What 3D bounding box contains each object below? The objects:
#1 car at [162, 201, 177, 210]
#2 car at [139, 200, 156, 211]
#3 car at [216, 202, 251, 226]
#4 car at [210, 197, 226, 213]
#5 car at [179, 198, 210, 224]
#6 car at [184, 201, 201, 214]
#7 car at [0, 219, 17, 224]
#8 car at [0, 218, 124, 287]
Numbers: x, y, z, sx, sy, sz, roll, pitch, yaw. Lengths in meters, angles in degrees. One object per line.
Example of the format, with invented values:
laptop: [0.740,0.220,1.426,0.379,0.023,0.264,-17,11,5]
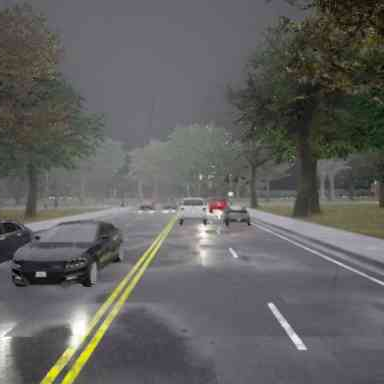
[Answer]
car: [-3.304,2.048,50.354,1.994,1.385,4.181,0,-1,1]
car: [-6.566,1.954,49.366,1.882,1.535,5.008,0,-1,1]
car: [3.315,1.760,25.786,2.128,1.511,4.902,0,0,0]
car: [3.318,1.646,43.323,2.150,2.045,5.566,0,0,0]
car: [0.082,1.510,27.789,2.150,2.045,5.566,0,0,-1]
car: [0.061,1.917,43.270,2.128,1.511,4.902,0,0,0]
car: [-6.593,1.618,10.120,1.837,1.490,4.892,0,-1,0]
car: [-3.338,1.587,9.875,1.882,1.535,5.008,0,-1,0]
